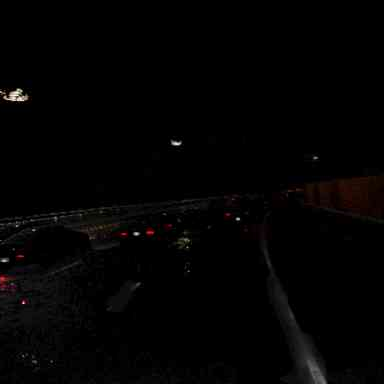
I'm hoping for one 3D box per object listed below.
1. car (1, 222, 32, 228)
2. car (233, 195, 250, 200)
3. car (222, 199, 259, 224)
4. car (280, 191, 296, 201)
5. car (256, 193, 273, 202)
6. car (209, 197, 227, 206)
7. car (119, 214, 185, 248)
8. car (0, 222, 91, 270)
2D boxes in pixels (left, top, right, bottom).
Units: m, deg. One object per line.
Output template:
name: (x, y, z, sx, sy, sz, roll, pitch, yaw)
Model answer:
car: (-8.667, 2.303, 17.253, 1.812, 1.442, 4.674, -5, 0, 11)
car: (8.343, 1.248, 56.277, 1.812, 1.442, 4.674, -5, -1, 28)
car: (3.607, 1.481, 24.382, 1.895, 1.301, 4.718, -5, 0, 14)
car: (16.149, 0.647, 56.176, 1.812, 1.442, 4.674, -5, -1, 29)
car: (12.268, 0.946, 56.274, 1.812, 1.442, 4.674, -5, -1, 29)
car: (4.381, 1.551, 56.142, 1.812, 1.442, 4.674, -5, -1, 27)
car: (-1.800, 1.792, 16.492, 2.033, 1.411, 5.357, -5, 0, 12)
car: (-5.833, 2.060, 13.334, 1.812, 1.442, 4.674, -5, 0, 10)
